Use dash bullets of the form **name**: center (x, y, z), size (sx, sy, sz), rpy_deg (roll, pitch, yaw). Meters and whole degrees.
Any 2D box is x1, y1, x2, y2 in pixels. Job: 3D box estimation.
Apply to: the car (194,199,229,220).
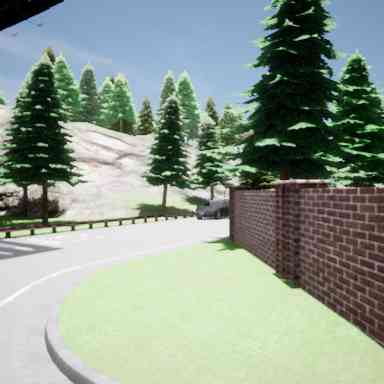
- **car**: center (2.064, 1.364, 26.436), size (1.837, 1.490, 4.892), rpy_deg (0, 0, 34)
